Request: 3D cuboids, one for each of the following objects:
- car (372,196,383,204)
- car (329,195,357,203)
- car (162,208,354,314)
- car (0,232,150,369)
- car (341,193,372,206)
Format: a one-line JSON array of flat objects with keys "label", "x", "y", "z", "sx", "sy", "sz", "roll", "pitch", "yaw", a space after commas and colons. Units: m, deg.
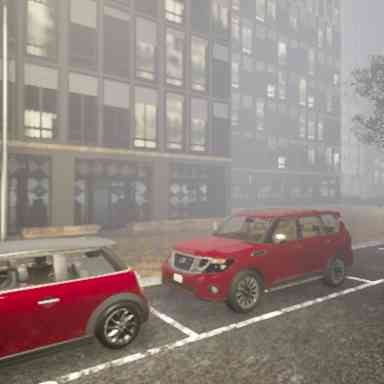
[{"label": "car", "x": 30.240, "y": 1.318, "z": 54.799, "sx": 1.947, "sy": 1.339, "sz": 4.313, "roll": 1, "pitch": 0, "yaw": -36}, {"label": "car", "x": 26.931, "y": 1.229, "z": 59.341, "sx": 1.802, "sy": 1.307, "sz": 4.206, "roll": 1, "pitch": 0, "yaw": -36}, {"label": "car", "x": 1.788, "y": 1.340, "z": 7.828, "sx": 5.009, "sy": 1.841, "sz": 2.192, "roll": 0, "pitch": 0, "yaw": -35}, {"label": "car", "x": -2.736, "y": 1.441, "z": 4.611, "sx": 4.097, "sy": 1.590, "sz": 1.967, "roll": 0, "pitch": 0, "yaw": -35}, {"label": "car", "x": 23.478, "y": 1.055, "z": 49.857, "sx": 2.192, "sy": 1.841, "sz": 5.009, "roll": 1, "pitch": 0, "yaw": -36}]
